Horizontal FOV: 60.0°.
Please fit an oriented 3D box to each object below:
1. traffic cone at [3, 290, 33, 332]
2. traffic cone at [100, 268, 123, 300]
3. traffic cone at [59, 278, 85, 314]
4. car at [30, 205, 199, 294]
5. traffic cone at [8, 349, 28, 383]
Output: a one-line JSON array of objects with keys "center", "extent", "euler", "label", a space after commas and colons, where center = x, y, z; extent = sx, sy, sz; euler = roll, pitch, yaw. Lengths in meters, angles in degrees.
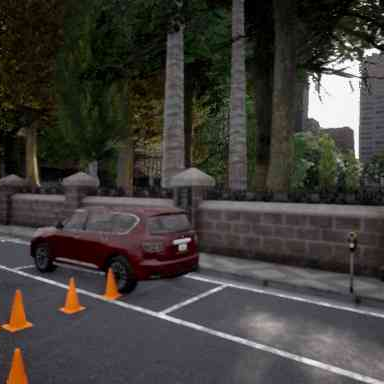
[{"center": [-2.835, 1.900, 5.427], "extent": [0.340, 0.580, 0.340], "euler": [1, 0, 36], "label": "traffic cone"}, {"center": [-1.700, 1.896, 6.981], "extent": [0.340, 0.580, 0.340], "euler": [1, 6, 30], "label": "traffic cone"}, {"center": [-2.247, 1.906, 6.235], "extent": [0.340, 0.580, 0.340], "euler": [1, 0, 36], "label": "traffic cone"}, {"center": [-2.142, 1.258, 8.683], "extent": [5.009, 1.841, 2.192], "euler": [1, 0, 36], "label": "car"}, {"center": [-1.808, 1.922, 3.441], "extent": [0.340, 0.580, 0.340], "euler": [1, 0, 36], "label": "traffic cone"}]
